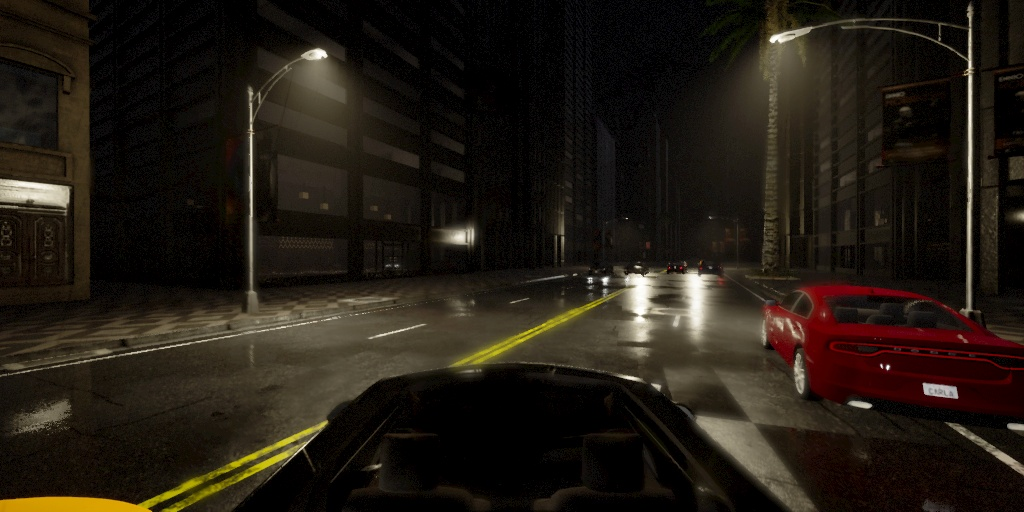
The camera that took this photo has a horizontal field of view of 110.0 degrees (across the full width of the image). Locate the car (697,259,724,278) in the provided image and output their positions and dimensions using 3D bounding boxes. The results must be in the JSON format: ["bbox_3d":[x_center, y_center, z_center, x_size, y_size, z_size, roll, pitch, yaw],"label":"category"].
[{"bbox_3d":[19.305,1.118,34.939,2.097,1.767,4.553,0,0,27],"label":"car"}]

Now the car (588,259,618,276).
[{"bbox_3d":[9.330,1.291,37.267,1.812,1.442,4.674,0,0,27],"label":"car"}]

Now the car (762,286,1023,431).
[{"bbox_3d":[5.516,1.228,5.869,1.882,1.535,5.008,0,0,27],"label":"car"}]

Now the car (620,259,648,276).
[{"bbox_3d":[12.939,1.313,37.179,2.033,1.411,5.357,0,0,27],"label":"car"}]

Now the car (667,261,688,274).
[{"bbox_3d":[18.667,1.318,40.762,2.033,1.411,5.357,0,0,27],"label":"car"}]

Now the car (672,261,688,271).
[{"bbox_3d":[23.559,1.382,50.258,1.895,1.301,4.718,0,0,27],"label":"car"}]
